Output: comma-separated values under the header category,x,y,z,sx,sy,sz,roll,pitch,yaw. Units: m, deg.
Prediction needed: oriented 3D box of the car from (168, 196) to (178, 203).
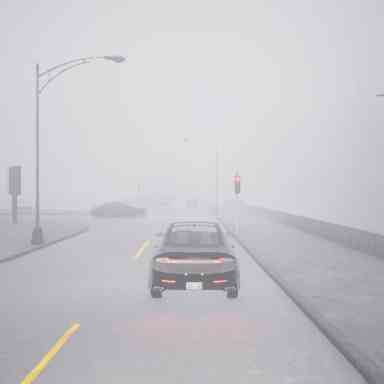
category,x,y,z,sx,sy,sz,roll,pitch,yaw
car,-4.029,1.552,70.343,1.994,1.385,4.181,0,0,0

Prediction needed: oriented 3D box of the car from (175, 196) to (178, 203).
category,x,y,z,sx,sy,sz,roll,pitch,yaw
car,-4.094,1.601,60.526,1.895,1.301,4.718,0,0,0

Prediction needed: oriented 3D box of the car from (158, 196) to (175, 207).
category,x,y,z,sx,sy,sz,roll,pitch,yaw
car,-4.118,1.547,50.860,2.033,1.411,5.357,0,0,0

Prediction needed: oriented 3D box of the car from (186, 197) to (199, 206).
category,x,y,z,sx,sy,sz,roll,pitch,yaw
car,0.053,1.491,53.160,2.128,1.511,4.902,0,0,0

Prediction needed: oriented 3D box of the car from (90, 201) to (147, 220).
category,x,y,z,sx,sy,sz,roll,pitch,yaw
car,-6.152,1.525,27.910,4.674,1.442,1.812,0,1,-22

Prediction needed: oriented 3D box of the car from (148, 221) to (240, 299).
category,x,y,z,sx,sy,sz,roll,pitch,yaw
car,0.059,1.492,8.469,2.128,1.511,4.902,0,0,0
